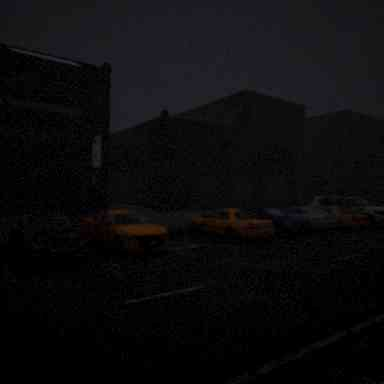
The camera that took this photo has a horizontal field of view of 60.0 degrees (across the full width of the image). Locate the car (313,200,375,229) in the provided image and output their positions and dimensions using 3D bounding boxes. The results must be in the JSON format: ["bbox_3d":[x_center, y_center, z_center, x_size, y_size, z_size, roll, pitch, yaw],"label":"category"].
[{"bbox_3d":[8.404,1.527,21.393,1.946,1.575,5.366,1,0,-35],"label":"car"}]

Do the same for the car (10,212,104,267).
[{"bbox_3d":[-5.132,1.474,11.674,2.231,1.521,4.892,0,0,-35],"label":"car"}]

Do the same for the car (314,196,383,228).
[{"bbox_3d":[10.804,1.311,22.815,2.435,2.045,5.566,1,0,-35],"label":"car"}]

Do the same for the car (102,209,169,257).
[{"bbox_3d":[-2.754,1.472,13.341,2.097,1.535,5.008,0,0,-35],"label":"car"}]

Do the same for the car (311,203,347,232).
[{"bbox_3d":[6.241,1.544,19.645,2.002,1.452,4.674,0,0,-35],"label":"car"}]

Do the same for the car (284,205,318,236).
[{"bbox_3d":[4.063,1.527,18.123,2.002,1.452,4.674,0,0,-35],"label":"car"}]

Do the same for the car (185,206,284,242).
[{"bbox_3d":[1.690,1.474,16.681,1.946,1.575,5.366,0,0,-35],"label":"car"}]
